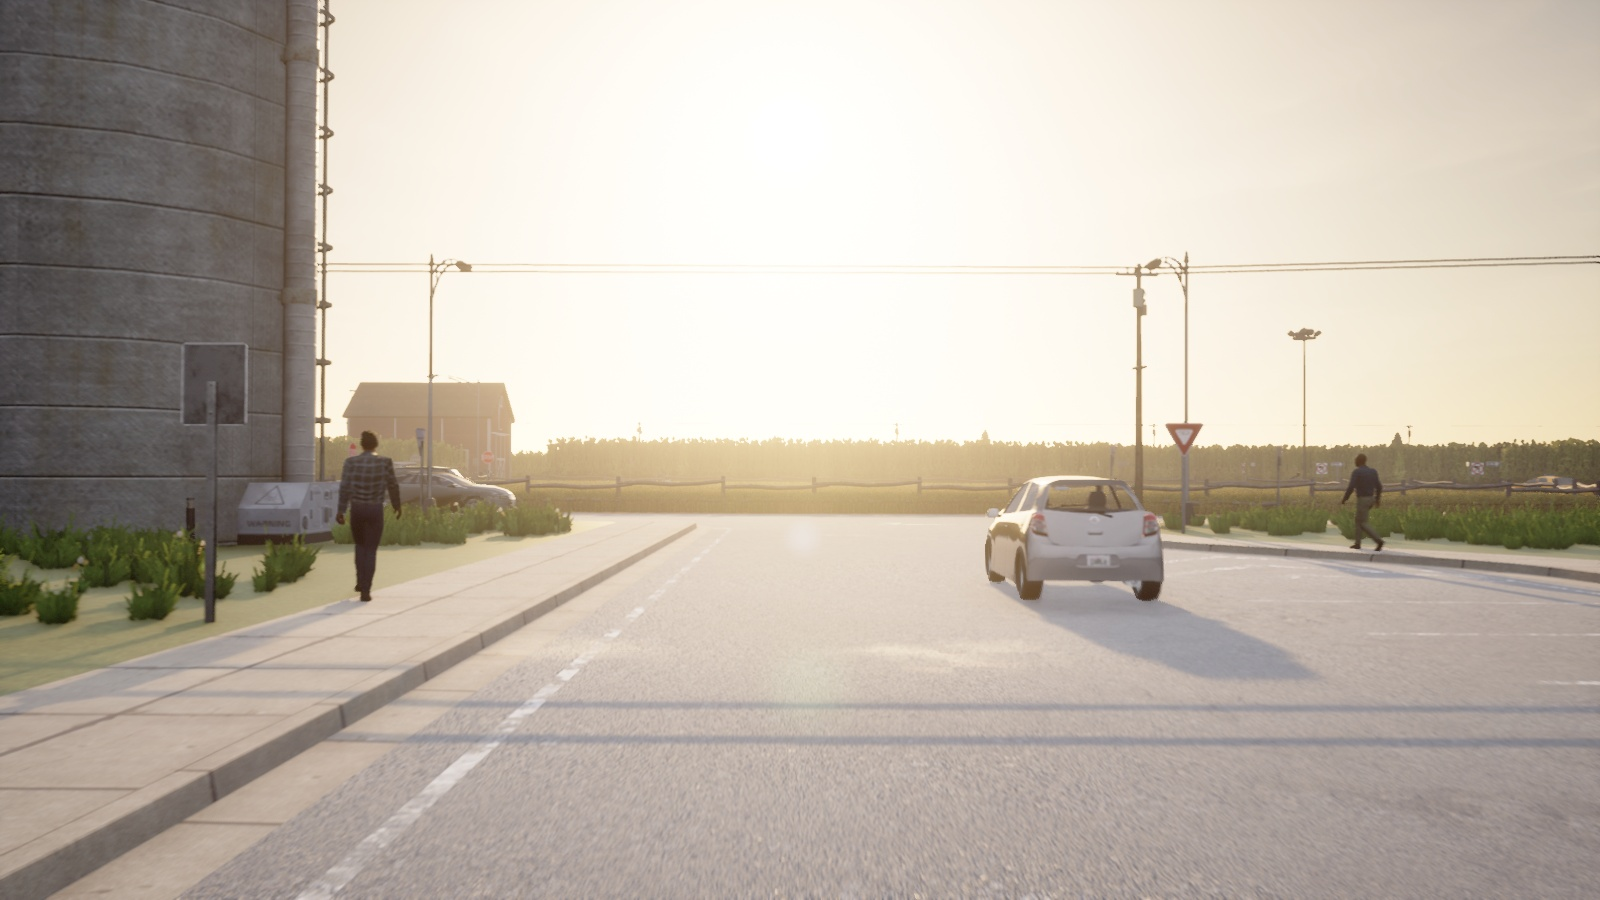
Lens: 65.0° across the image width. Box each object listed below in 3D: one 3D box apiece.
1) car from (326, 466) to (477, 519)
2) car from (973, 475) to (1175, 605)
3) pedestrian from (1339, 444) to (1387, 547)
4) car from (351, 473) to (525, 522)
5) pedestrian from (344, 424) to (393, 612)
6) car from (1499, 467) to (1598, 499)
[{"bbox_3d":[-13.745,1.457,43.543,4.553,1.767,2.097,0,-1,1],"label":"car"},{"bbox_3d":[3.461,1.092,16.545,1.845,1.501,3.633,0,-1,0],"label":"car"},{"bbox_3d":[10.220,0.811,22.827,0.370,1.835,0.726,0,-1,-21],"label":"pedestrian"},{"bbox_3d":[-11.458,1.486,40.009,4.902,1.511,2.128,0,-1,1],"label":"car"},{"bbox_3d":[-4.629,0.714,13.491,0.423,1.949,0.788,0,-1,-14],"label":"pedestrian"},{"bbox_3d":[39.295,1.703,66.082,1.801,1.575,5.366,0,-1,-3],"label":"car"}]
